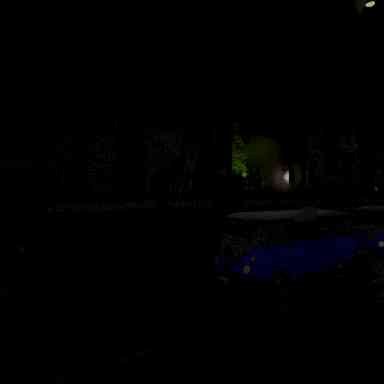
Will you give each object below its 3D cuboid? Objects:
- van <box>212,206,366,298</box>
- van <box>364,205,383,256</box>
[{"bbox_3d":[2.368,1.340,8.234,3.998,1.788,1.690,0,0,-36],"label":"van"},{"bbox_3d":[6.970,1.338,11.525,3.998,1.788,1.690,0,0,-36],"label":"van"}]
